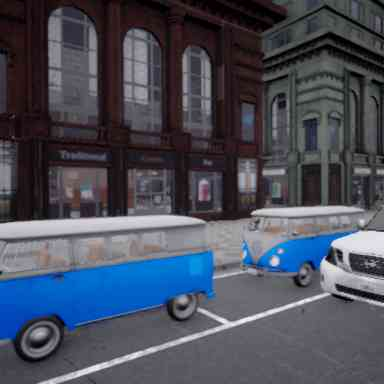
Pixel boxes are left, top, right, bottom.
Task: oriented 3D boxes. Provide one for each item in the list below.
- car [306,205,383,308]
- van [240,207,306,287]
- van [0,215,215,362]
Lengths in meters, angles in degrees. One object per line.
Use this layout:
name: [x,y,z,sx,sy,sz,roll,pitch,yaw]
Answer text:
car: [5.094,1.170,7.014,5.566,2.045,2.150,0,0,-35]
van: [3.103,1.293,8.865,3.998,1.788,1.690,0,0,-36]
van: [-1.485,1.329,5.592,3.998,1.788,1.690,0,0,-36]
